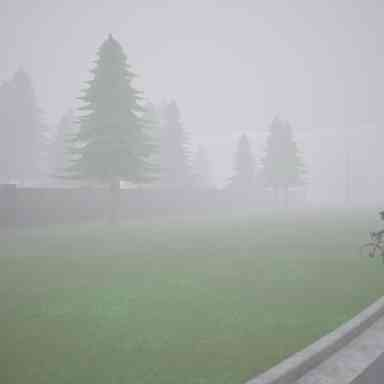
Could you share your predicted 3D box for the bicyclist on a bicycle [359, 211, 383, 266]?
[{"bbox_3d":[5.500,1.356,9.188,1.656,1.620,0.582,0,0,43],"label":"bicyclist on a bicycle"}]
